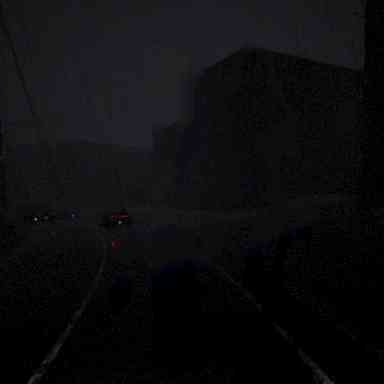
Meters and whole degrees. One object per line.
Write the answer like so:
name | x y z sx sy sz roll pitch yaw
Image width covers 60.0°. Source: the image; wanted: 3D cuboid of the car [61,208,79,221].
car | -14.601 2.543 38.495 1.812 1.442 4.674 -3 -1 -39

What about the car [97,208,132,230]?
car | -5.789 1.906 24.541 2.128 1.511 4.902 -2 -1 -23

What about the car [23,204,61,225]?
car | -15.798 2.253 34.277 2.150 2.045 5.566 -2 -2 -39
